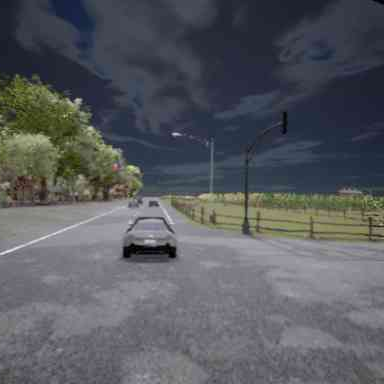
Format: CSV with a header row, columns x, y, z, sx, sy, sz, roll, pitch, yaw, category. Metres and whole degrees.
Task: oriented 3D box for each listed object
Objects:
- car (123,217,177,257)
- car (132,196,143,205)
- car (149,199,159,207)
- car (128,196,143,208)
x,y,z,sx,sy,sz,roll,pitch,yaw,category
-1.678,1.703,13.526,1.994,1.385,4.181,1,-1,-6,car
-12.205,1.900,74.880,2.150,2.045,5.566,1,-1,-6,car
-7.727,2.184,67.203,1.837,1.490,4.892,1,0,-6,car
-10.439,2.021,60.018,2.128,1.511,4.902,1,-1,-6,car
